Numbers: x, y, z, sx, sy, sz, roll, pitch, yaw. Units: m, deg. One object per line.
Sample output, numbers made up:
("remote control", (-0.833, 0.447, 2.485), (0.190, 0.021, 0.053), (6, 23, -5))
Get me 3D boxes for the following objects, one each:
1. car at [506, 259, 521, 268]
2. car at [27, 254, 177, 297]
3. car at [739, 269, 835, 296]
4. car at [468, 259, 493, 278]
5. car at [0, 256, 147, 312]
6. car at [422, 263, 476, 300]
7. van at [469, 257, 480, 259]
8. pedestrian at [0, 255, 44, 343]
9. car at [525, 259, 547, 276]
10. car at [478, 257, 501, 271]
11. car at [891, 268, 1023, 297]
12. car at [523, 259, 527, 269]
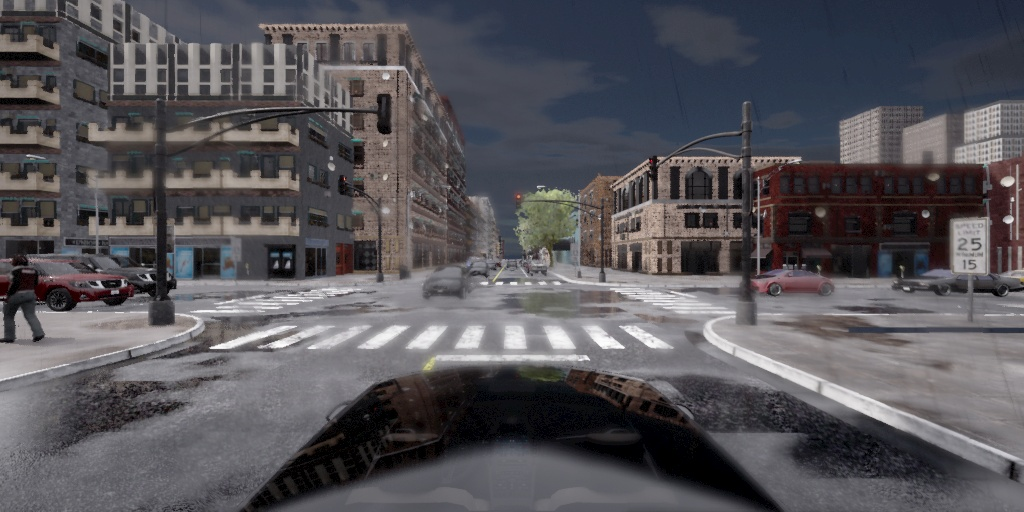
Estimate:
("car", (0.002, 1.319, 63.384), (2.128, 1.511, 4.902), (0, 0, 0))
("car", (-18.310, 0.917, 15.889), (5.566, 2.045, 2.150), (0, 0, 0))
("car", (14.719, 1.387, 19.325), (4.181, 1.385, 1.994), (0, 0, 0))
("car", (-3.106, 1.279, 33.858), (1.837, 1.490, 4.892), (0, 0, 0))
("car", (-17.276, 1.013, 13.309), (5.009, 1.841, 2.192), (0, 0, 0))
("car", (-3.101, 1.260, 17.896), (1.837, 1.490, 4.892), (0, 0, 0))
("van", (-5.689, 1.149, 54.120), (1.690, 1.789, 3.998), (0, 0, 0))
("pedestrian", (-10.255, 0.883, 7.490), (0.375, 1.860, 0.375), (0, 0, 0))
("car", (2.691, 1.330, 37.028), (2.007, 1.370, 4.403), (0, 0, 0))
("car", (-3.095, 1.292, 49.689), (2.128, 1.511, 4.902), (0, 0, 0))
("car", (24.020, 1.412, 19.392), (5.357, 1.411, 2.033), (0, 0, 0))
("car", (2.692, 1.228, 42.725), (1.967, 1.591, 4.097), (0, 0, 0))
